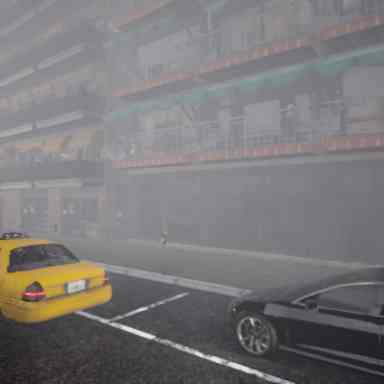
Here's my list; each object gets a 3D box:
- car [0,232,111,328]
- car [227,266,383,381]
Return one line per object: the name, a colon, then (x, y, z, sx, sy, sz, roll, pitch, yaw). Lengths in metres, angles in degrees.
car: (-4.063, 1.659, 7.357, 5.366, 1.575, 1.801, -1, -2, 37)
car: (2.565, 1.728, 4.606, 4.313, 1.339, 1.947, -1, -2, 37)
